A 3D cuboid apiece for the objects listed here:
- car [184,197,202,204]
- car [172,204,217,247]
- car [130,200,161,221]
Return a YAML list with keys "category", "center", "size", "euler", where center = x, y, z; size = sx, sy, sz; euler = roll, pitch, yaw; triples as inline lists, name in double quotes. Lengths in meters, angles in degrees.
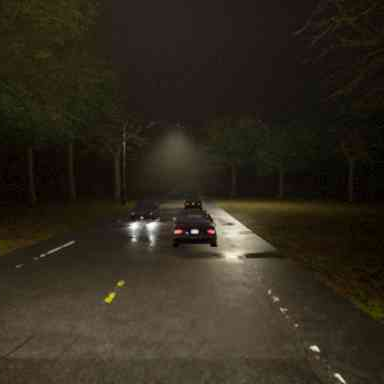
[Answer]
- category: "car"
  center: [0.137, 1.205, 35.612]
  size: [2.033, 1.411, 5.357]
  euler: [0, 1, 0]
- category: "car"
  center: [0.108, 1.506, 14.885]
  size: [2.033, 1.411, 5.357]
  euler: [0, 1, 0]
- category: "car"
  center: [-3.475, 1.365, 25.729]
  size: [2.033, 1.411, 5.357]
  euler: [0, 1, 0]
